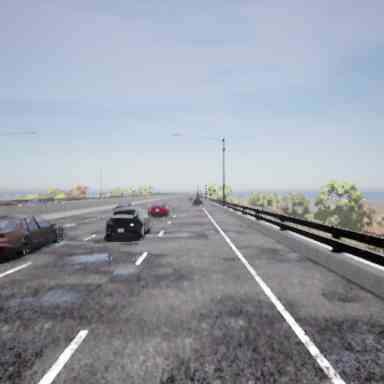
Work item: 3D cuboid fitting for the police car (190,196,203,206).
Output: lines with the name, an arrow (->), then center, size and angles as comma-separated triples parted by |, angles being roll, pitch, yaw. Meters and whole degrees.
police car -> 1.049, 1.777, 63.325 | 1.930, 1.638, 5.238 | 0, 0, 0

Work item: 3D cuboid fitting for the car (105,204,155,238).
car -> -3.400, 1.608, 18.291 | 1.837, 1.490, 4.892 | 0, 0, 0

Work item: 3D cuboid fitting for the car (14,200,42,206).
car -> -21.074, 1.797, 44.607 | 2.033, 1.411, 5.357 | 0, 0, 0

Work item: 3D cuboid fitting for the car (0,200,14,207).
car -> -24.572, 1.811, 43.990 | 1.994, 1.385, 4.181 | 0, 0, 0

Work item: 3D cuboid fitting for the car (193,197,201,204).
car -> 1.050, 1.862, 73.405 | 1.801, 1.575, 5.366 | 0, 0, 0

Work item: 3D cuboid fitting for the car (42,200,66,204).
car -> -17.577, 1.811, 43.975 | 1.994, 1.385, 4.181 | 0, 0, 0

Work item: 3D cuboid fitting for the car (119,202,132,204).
car -> -6.900, 1.759, 34.837 | 1.994, 1.385, 4.181 | 0, 0, 0

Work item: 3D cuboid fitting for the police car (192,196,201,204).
police car -> 1.050, 1.864, 79.324 | 1.930, 1.638, 5.238 | 0, 0, 0

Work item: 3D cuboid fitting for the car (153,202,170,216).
car -> -3.400, 1.758, 34.674 | 1.994, 1.385, 4.181 | 0, 0, 0

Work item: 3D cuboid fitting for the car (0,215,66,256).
car -> -6.900, 1.623, 13.403 | 2.033, 1.411, 5.357 | 0, 0, 0
